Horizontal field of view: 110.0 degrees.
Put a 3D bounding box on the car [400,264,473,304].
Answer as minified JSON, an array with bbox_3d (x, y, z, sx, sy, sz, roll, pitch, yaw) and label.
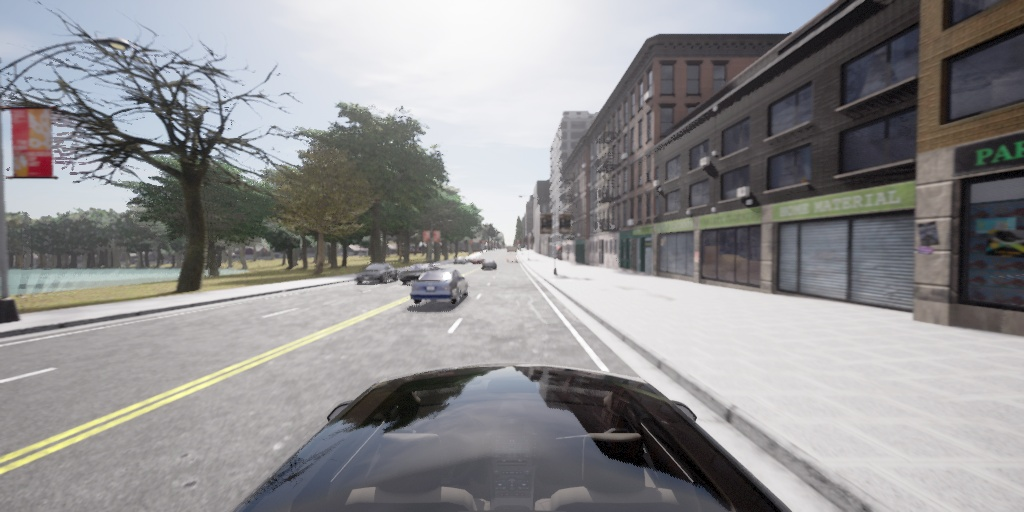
[{"bbox_3d":[-3.145,1.284,16.360,2.033,1.411,5.357,0,0,0],"label":"car"}]

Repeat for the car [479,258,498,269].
[{"bbox_3d":[-3.137,1.152,51.028,1.994,1.385,4.181,0,1,0],"label":"car"}]

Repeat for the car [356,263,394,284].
[{"bbox_3d":[-9.839,1.235,26.567,1.812,1.442,4.674,0,0,0],"label":"car"}]

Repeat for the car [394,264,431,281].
[{"bbox_3d":[-6.592,1.257,26.291,2.033,1.411,5.357,0,0,0],"label":"car"}]
